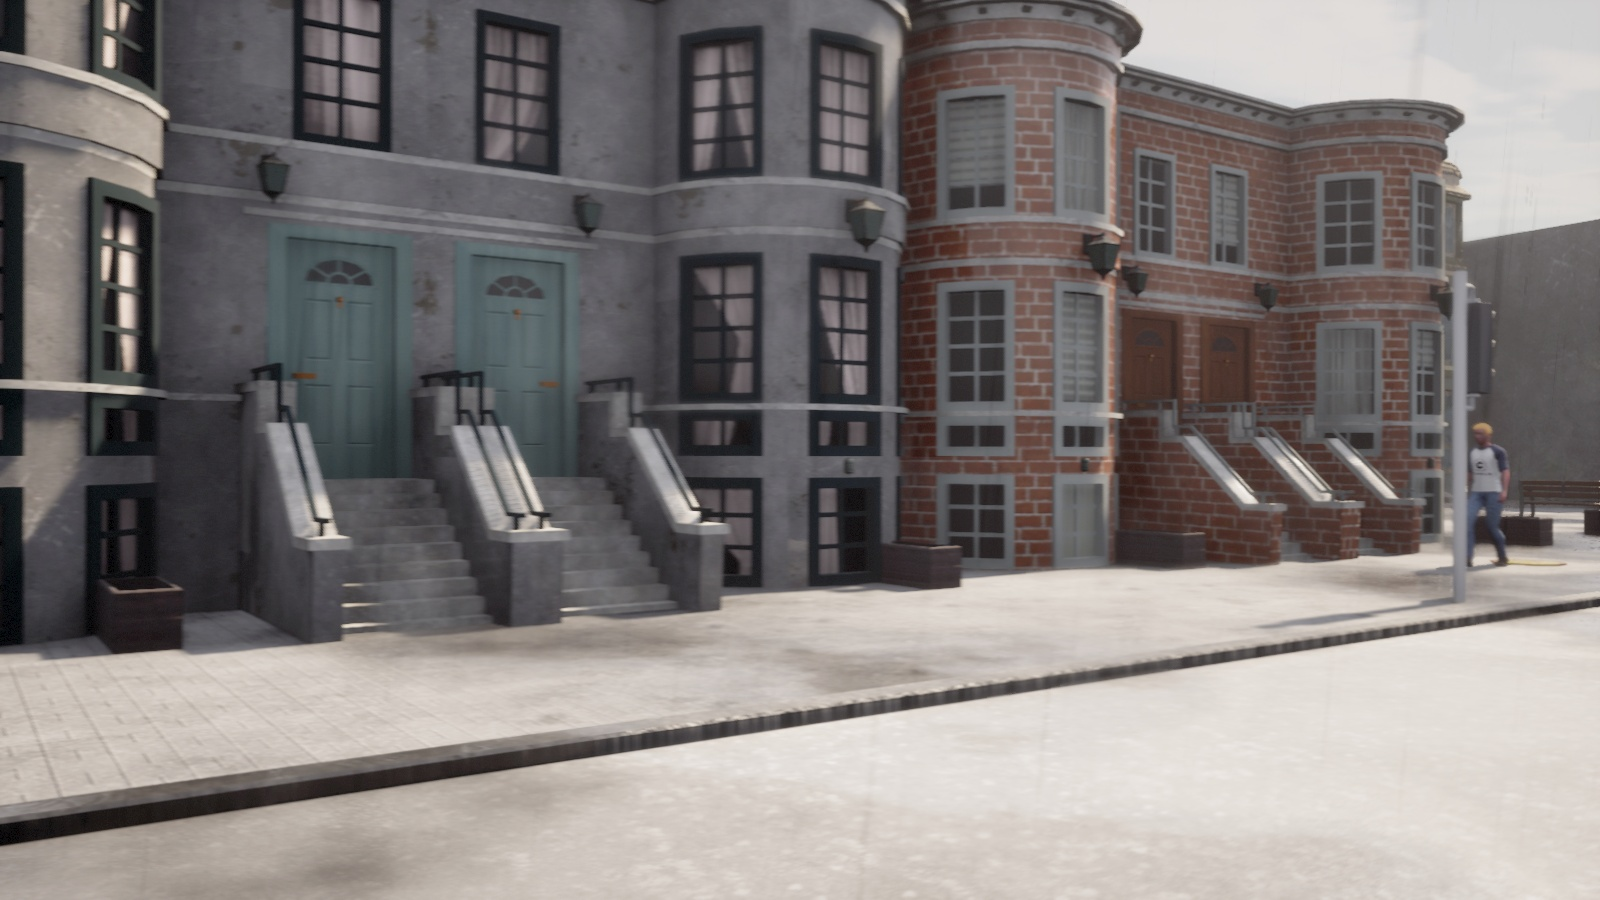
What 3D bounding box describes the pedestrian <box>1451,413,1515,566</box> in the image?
[{"bbox_3d":[8.370,0.469,15.389,0.706,1.836,0.354,0,0,-29],"label":"pedestrian"}]
